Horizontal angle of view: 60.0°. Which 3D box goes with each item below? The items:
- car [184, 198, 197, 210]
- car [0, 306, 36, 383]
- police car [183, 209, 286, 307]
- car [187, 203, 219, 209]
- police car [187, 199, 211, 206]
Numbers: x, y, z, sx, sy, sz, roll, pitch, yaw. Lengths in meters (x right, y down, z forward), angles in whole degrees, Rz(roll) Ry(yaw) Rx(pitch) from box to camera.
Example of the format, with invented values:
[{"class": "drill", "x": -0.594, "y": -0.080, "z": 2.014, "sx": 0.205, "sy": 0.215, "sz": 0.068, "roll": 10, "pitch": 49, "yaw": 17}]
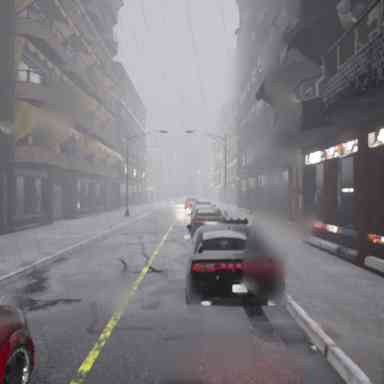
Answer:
[{"class": "car", "x": 0.022, "y": 1.580, "z": 46.974, "sx": 2.097, "sy": 1.767, "sz": 4.553, "roll": 0, "pitch": 0, "yaw": 0}, {"class": "car", "x": -2.751, "y": 1.573, "z": 2.050, "sx": 1.994, "sy": 1.385, "sz": 4.181, "roll": 0, "pitch": 0, "yaw": 0}, {"class": "police car", "x": 0.823, "y": 1.462, "z": 8.290, "sx": 1.930, "sy": 1.638, "sz": 5.238, "roll": 0, "pitch": 0, "yaw": 0}, {"class": "car", "x": 0.820, "y": 1.587, "z": 18.180, "sx": 1.837, "sy": 1.490, "sz": 4.892, "roll": 0, "pitch": 0, "yaw": 0}, {"class": "police car", "x": 0.819, "y": 1.536, "z": 24.290, "sx": 1.930, "sy": 1.638, "sz": 5.238, "roll": 0, "pitch": 0, "yaw": 0}]
